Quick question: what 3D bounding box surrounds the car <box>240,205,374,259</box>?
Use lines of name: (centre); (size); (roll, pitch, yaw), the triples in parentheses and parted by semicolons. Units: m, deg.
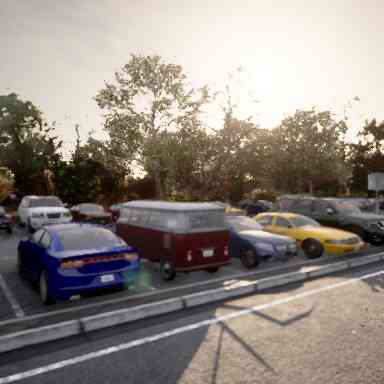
car: (3.879, 1.505, 13.159); (1.946, 1.575, 5.366); (0, 0, -36)

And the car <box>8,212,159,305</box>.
car: (-3.059, 1.509, 8.403); (2.097, 1.535, 5.008); (0, 0, -36)

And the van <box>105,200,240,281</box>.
van: (-0.852, 1.283, 10.137); (1.878, 1.987, 4.442); (0, 0, -36)

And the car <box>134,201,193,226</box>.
car: (-2.285, 1.511, 25.070); (2.231, 1.521, 4.892); (0, 0, -36)

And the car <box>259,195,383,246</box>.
car: (6.066, 1.257, 14.921); (2.435, 2.045, 5.566); (0, 0, -36)

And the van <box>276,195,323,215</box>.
van: (11.181, 1.282, 34.866); (1.878, 1.987, 4.442); (0, 0, -36)

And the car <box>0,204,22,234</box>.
car: (-11.299, 1.513, 18.588); (2.231, 1.521, 4.892); (0, 0, -36)

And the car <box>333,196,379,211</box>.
car: (20.252, 1.382, 41.269); (2.185, 1.767, 4.553); (0, 0, -36)

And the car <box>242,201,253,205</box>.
car: (2.336, 1.506, 28.149); (1.946, 1.575, 5.366); (0, 0, -36)

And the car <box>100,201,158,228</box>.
car: (-4.540, 1.510, 23.451); (2.097, 1.535, 5.008); (0, 0, -36)

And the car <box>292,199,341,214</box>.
car: (13.506, 1.547, 36.386); (2.002, 1.452, 4.674); (0, 0, -36)

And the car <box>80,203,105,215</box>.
car: (-6.796, 1.511, 21.833); (2.097, 1.535, 5.008); (0, 0, -36)

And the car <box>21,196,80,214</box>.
car: (-9.032, 1.260, 20.187); (2.435, 2.045, 5.566); (0, 0, -36)

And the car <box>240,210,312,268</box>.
car: (1.492, 1.549, 11.678); (2.002, 1.452, 4.674); (0, 0, -36)

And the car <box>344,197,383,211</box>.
car: (22.523, 1.509, 42.867); (2.097, 1.535, 5.008); (0, 0, -36)

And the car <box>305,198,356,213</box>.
car: (15.763, 1.507, 38.004); (2.097, 1.535, 5.008); (0, 0, -36)

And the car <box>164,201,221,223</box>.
car: (-0.044, 1.539, 26.706); (2.163, 1.488, 4.792); (0, 0, -36)

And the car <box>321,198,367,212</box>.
car: (18.017, 1.548, 39.624); (2.002, 1.452, 4.674); (0, 0, -36)

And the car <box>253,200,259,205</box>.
car: (6.756, 1.538, 31.513); (2.163, 1.488, 4.792); (0, 0, -36)
